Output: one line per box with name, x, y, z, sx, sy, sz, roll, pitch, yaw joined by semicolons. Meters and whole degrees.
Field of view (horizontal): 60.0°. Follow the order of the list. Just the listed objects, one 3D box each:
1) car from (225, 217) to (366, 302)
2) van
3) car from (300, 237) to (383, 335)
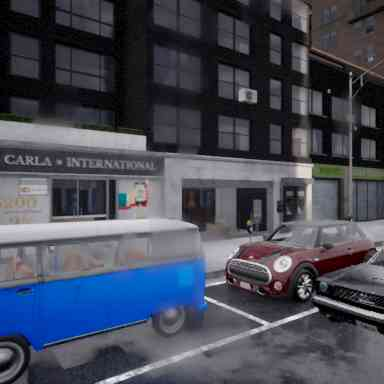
car;2.739;1.439;8.154;4.097;1.590;1.967;0;0;-36
van;-1.662;1.341;5.003;3.998;1.788;1.690;0;0;-36
car;4.267;1.600;6.001;4.718;1.301;1.895;0;0;-36
